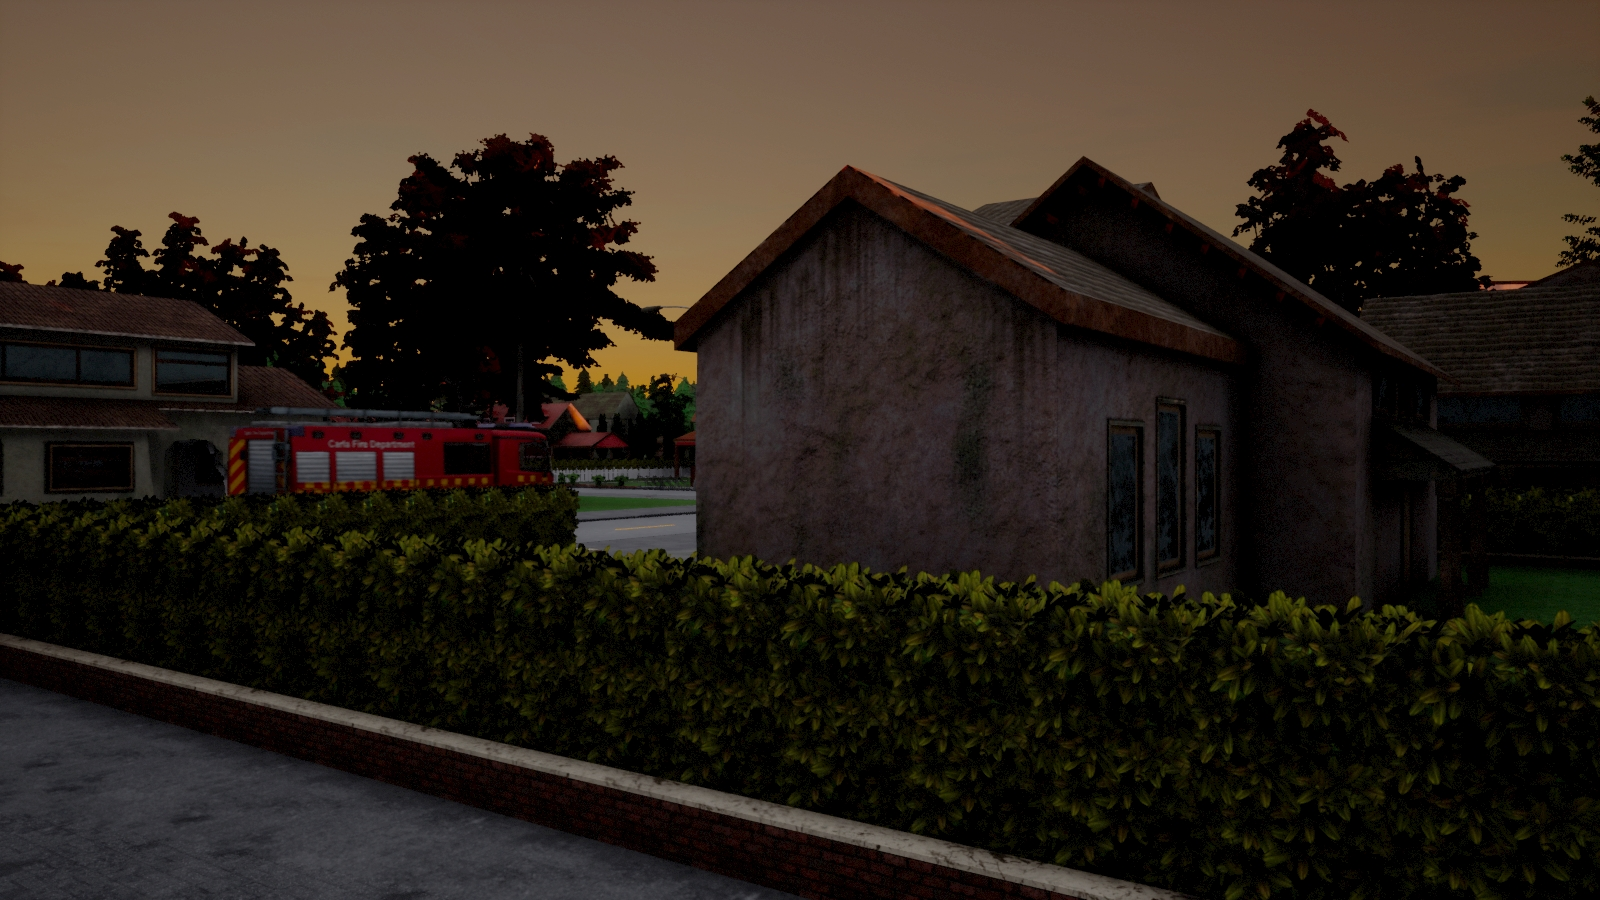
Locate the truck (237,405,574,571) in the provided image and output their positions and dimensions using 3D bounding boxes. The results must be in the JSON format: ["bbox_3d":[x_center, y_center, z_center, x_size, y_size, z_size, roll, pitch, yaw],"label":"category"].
[{"bbox_3d":[-10.175,0.880,30.604,2.891,3.827,8.468,0,0,35],"label":"truck"}]
